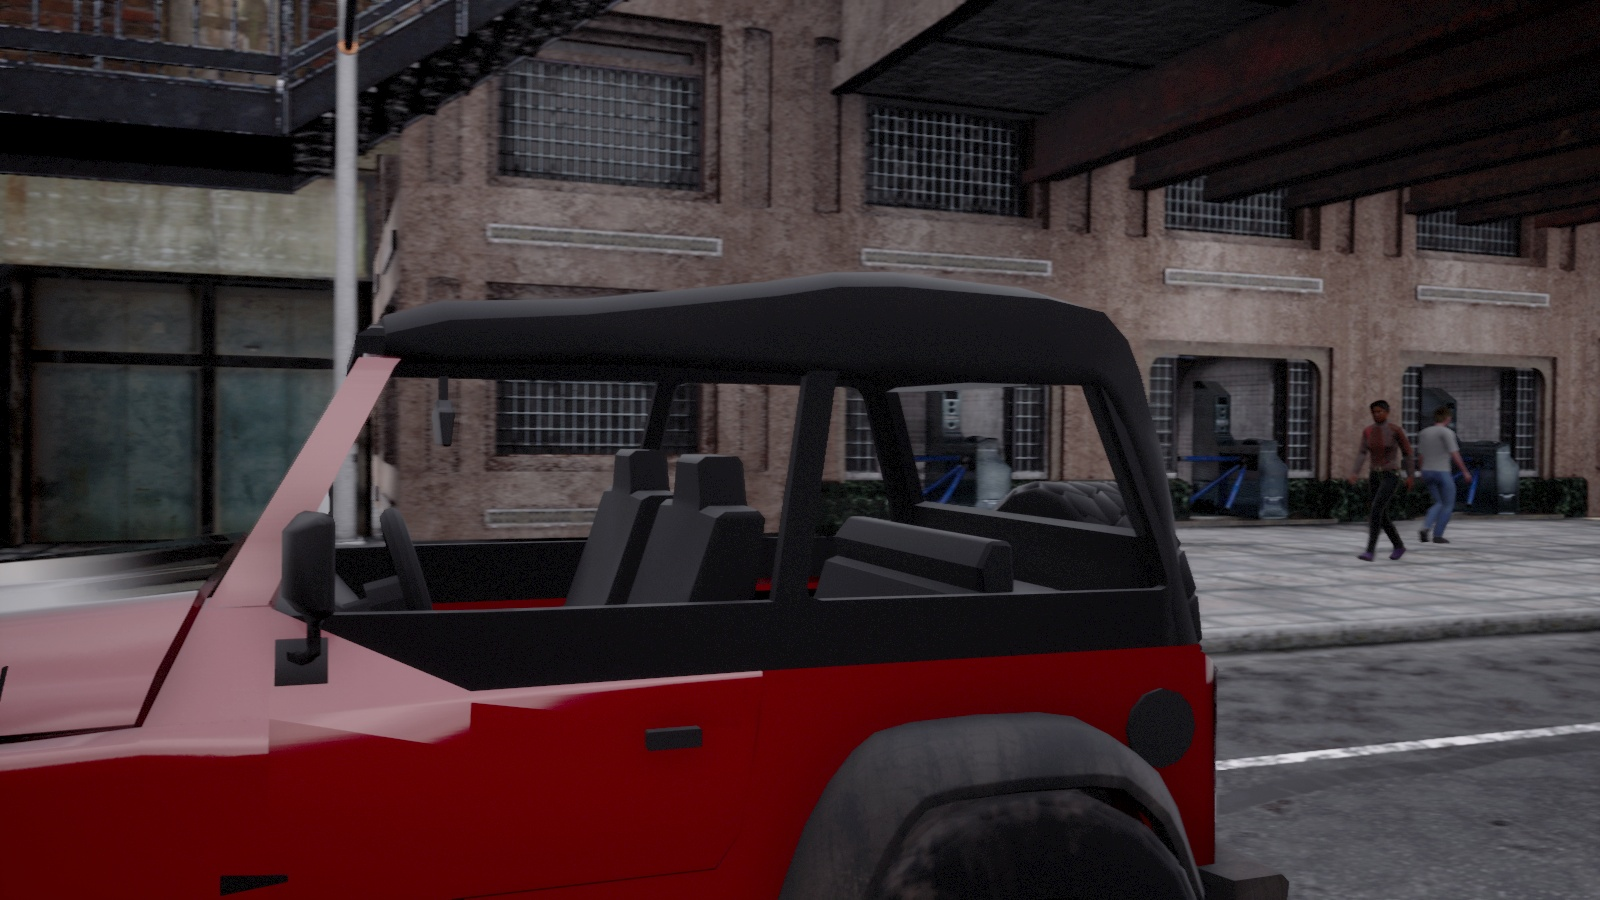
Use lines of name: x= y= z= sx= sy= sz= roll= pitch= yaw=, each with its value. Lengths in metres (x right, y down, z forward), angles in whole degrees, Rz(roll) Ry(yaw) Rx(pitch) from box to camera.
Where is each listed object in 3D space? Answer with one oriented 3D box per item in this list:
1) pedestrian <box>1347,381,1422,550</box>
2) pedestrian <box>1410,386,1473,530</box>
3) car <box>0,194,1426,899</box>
pedestrian: x=6.438 y=0.160 z=13.827 sx=0.869 sy=1.805 sz=0.328 roll=-1 pitch=1 yaw=-33
pedestrian: x=8.349 y=0.098 z=16.334 sx=0.706 sy=1.836 sz=0.354 roll=-1 pitch=1 yaw=-23
car: x=-0.793 y=0.555 z=2.928 sx=3.866 sy=1.878 sz=1.905 roll=-1 pitch=1 yaw=-21
